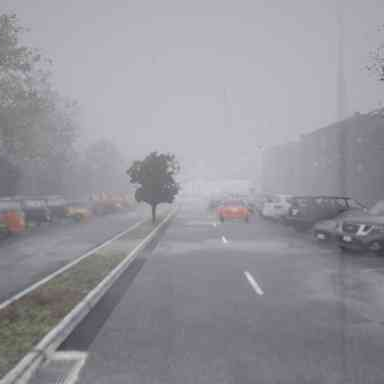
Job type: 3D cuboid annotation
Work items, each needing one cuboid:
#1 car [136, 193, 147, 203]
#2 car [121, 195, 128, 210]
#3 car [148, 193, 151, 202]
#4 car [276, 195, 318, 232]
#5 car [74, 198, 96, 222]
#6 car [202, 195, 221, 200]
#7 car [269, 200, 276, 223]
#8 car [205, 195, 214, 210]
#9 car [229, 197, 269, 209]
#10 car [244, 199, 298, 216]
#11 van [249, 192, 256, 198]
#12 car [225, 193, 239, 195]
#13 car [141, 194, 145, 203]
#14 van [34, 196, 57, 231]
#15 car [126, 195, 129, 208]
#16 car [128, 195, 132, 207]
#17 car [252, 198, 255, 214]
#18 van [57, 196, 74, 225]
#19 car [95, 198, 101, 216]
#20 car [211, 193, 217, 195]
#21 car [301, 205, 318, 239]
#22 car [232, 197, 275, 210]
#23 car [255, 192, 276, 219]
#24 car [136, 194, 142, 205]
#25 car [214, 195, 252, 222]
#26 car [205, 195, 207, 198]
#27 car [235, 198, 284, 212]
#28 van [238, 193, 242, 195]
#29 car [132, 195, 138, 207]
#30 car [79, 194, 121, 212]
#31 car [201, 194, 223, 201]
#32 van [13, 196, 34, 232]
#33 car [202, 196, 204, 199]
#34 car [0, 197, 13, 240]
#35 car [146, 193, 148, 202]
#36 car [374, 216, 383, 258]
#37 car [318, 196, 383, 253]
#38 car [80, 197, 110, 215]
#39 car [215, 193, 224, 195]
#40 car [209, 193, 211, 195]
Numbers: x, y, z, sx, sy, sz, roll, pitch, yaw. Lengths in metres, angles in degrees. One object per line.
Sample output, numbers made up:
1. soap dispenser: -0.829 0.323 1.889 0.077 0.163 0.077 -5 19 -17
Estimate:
1. car: -10.853 1.495 57.519 5.008 1.535 2.097 -1 0 -22
2. car: -10.255 1.487 36.840 5.366 1.575 1.946 -1 0 -20
3. car: -11.270 1.371 66.403 4.553 1.767 2.185 -1 0 -23
4. car: 7.809 1.237 18.039 5.566 2.045 2.435 1 0 -20
5. car: -10.234 1.487 24.938 5.366 1.575 1.946 -1 0 -20
6. car: 5.331 1.496 90.319 4.792 1.488 2.163 1 0 -26
7. car: 7.786 1.488 21.028 5.008 1.535 2.097 1 0 -20
8. car: 3.064 1.501 42.395 1.837 1.490 4.892 0 0 -1
9. car: 7.700 1.483 45.117 4.892 1.521 2.231 1 0 -21
10. car: 7.812 1.516 33.072 4.792 1.488 2.163 1 0 -20
11. van: 7.683 1.259 30.003 4.442 1.987 1.878 1 0 -20
12. car: 7.642 1.355 48.136 4.553 1.767 2.185 1 0 -21
13. car: -10.722 1.524 54.577 4.792 1.488 2.163 -1 0 -22
14. van: -10.302 1.265 18.961 4.442 1.987 1.878 -1 0 -20
15. car: -10.441 1.494 39.741 4.892 1.521 2.231 -1 0 -20
16. car: -10.450 1.367 42.718 4.553 1.767 2.185 -1 0 -21
17. car: 7.789 1.487 27.039 5.008 1.535 2.097 1 0 -20
18. van: -10.304 1.265 21.940 4.442 1.987 1.878 -1 0 -20
19. car: -10.437 1.522 27.835 4.792 1.488 2.163 -1 0 -20
20. car: 7.150 1.221 63.220 5.566 2.045 2.435 1 0 -23
21. car: 7.752 1.518 15.006 4.792 1.488 2.163 1 0 -20
22. car: 7.756 1.483 42.098 5.008 1.535 2.097 1 0 -21
23. car: 7.812 1.237 24.047 5.566 2.045 2.435 1 0 -20
24. car: -10.686 1.524 51.583 4.792 1.488 2.163 -1 0 -21
25. car: 3.125 1.354 26.365 2.097 1.767 4.553 0 0 0
26. car: 6.233 1.467 78.312 4.892 1.521 2.231 1 0 -25
27. car: 7.940 1.484 39.155 5.366 1.575 1.946 1 0 -20
28. van: 7.675 1.258 36.028 4.442 1.987 1.878 1 0 -20
29. car: -10.513 1.493 45.674 5.008 1.535 2.097 -1 0 -21
30. car: -10.444 1.241 33.787 5.566 2.045 2.435 -1 0 -20
31. car: 5.276 1.457 87.258 5.366 1.575 1.946 1 0 -26
32. van: -10.299 1.265 15.984 4.442 1.987 1.878 -1 0 -20
33. car: 5.753 1.338 84.344 4.553 1.767 2.185 1 0 -25
34. car: -10.435 1.241 12.953 5.566 2.045 2.435 -1 0 -20
35. car: -11.021 1.371 60.470 4.553 1.767 2.185 -1 0 -22
36. car: 7.748 1.519 8.993 4.792 1.488 2.163 1 0 -20
37. car: 7.756 1.237 11.998 5.566 2.045 2.435 1 0 -20
38. car: -10.386 1.521 30.838 4.792 1.488 2.163 -1 0 -20
39. car: 7.312 1.475 60.216 5.008 1.535 2.097 1 0 -23
40. car: 6.659 1.509 72.284 4.674 1.452 2.002 1 0 -24
